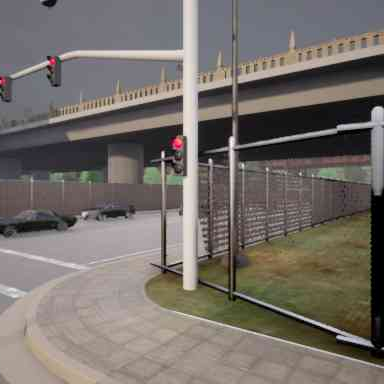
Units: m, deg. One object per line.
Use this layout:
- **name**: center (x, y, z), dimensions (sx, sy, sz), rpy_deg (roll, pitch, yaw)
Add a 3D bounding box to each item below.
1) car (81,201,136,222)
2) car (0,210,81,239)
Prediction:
- **car**: center (-6.765, 1.543, 27.168), dimensions (2.128, 1.511, 4.902), rpy_deg (0, 0, 35)
- **car**: center (-8.800, 1.653, 18.140), dimensions (1.895, 1.301, 4.718), rpy_deg (0, 0, 34)
